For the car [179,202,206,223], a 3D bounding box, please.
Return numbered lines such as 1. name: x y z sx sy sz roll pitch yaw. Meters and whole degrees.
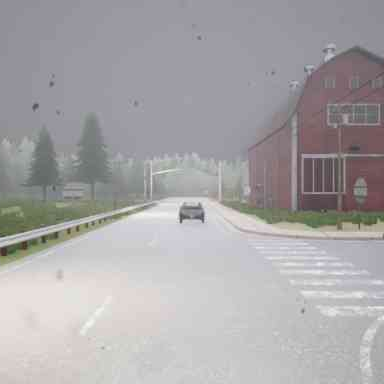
1. car: 0.033 1.494 25.578 2.128 1.511 4.902 0 0 1
